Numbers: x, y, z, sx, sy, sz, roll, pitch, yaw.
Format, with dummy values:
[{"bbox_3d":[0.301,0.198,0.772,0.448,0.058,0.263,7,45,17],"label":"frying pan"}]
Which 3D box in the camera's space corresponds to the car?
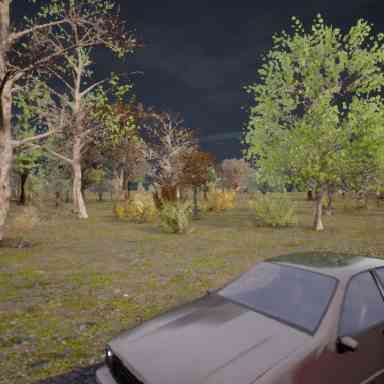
[{"bbox_3d":[1.640,1.547,4.255,5.357,1.411,2.033,0,0,-36],"label":"car"}]
